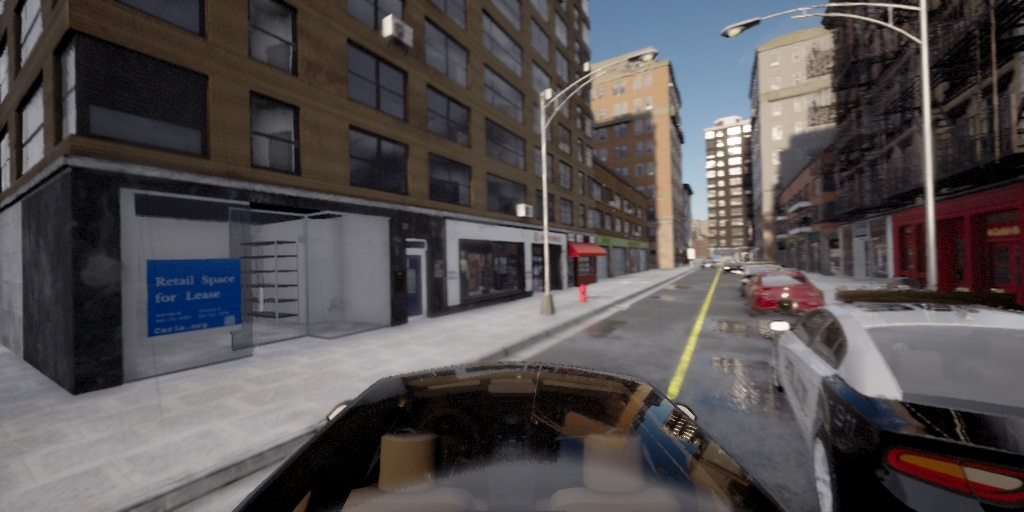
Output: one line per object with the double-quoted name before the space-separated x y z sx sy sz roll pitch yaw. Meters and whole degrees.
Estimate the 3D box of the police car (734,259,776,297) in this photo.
"police car" 11.984 1.064 17.181 1.930 1.638 5.238 -2 -1 31

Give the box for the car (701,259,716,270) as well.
"car" 28.139 1.139 51.346 2.128 1.511 4.902 -2 -1 31

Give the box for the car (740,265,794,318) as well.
"car" 8.864 1.180 11.928 1.812 1.442 4.674 -2 -1 31

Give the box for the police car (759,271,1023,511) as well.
"police car" 3.808 1.104 3.428 1.930 1.638 5.238 -2 -1 31

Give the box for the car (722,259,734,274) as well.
"car" 23.218 1.206 37.579 1.895 1.301 4.718 -2 -1 31
